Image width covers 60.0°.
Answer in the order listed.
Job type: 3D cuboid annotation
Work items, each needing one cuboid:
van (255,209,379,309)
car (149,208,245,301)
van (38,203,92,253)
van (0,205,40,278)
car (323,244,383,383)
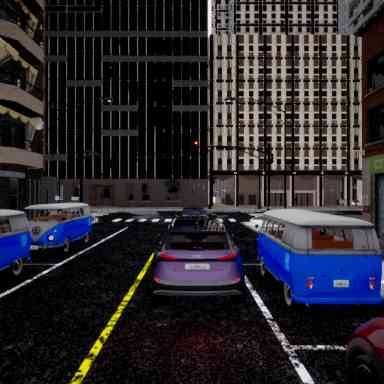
[{"bbox_3d":[2.574,1.343,7.586,1.690,1.788,3.998,0,0,0],"label":"van"},{"bbox_3d":[0.105,1.432,8.343,2.033,1.649,4.856,0,0,0],"label":"car"},{"bbox_3d":[-5.303,1.345,13.274,1.690,1.788,3.998,0,0,0],"label":"van"},{"bbox_3d":[-5.306,1.343,7.585,1.690,1.788,3.998,0,0,0],"label":"van"},{"bbox_3d":[2.570,1.440,1.895,1.967,1.590,4.097,0,0,0],"label":"car"}]
